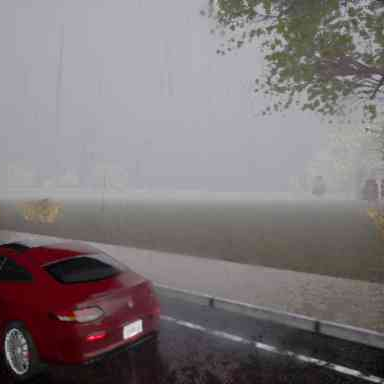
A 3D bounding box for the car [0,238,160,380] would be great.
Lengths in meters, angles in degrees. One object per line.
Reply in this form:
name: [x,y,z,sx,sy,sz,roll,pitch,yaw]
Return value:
car: [-2.598,1.504,5.411,4.674,1.442,1.812,0,0,35]
